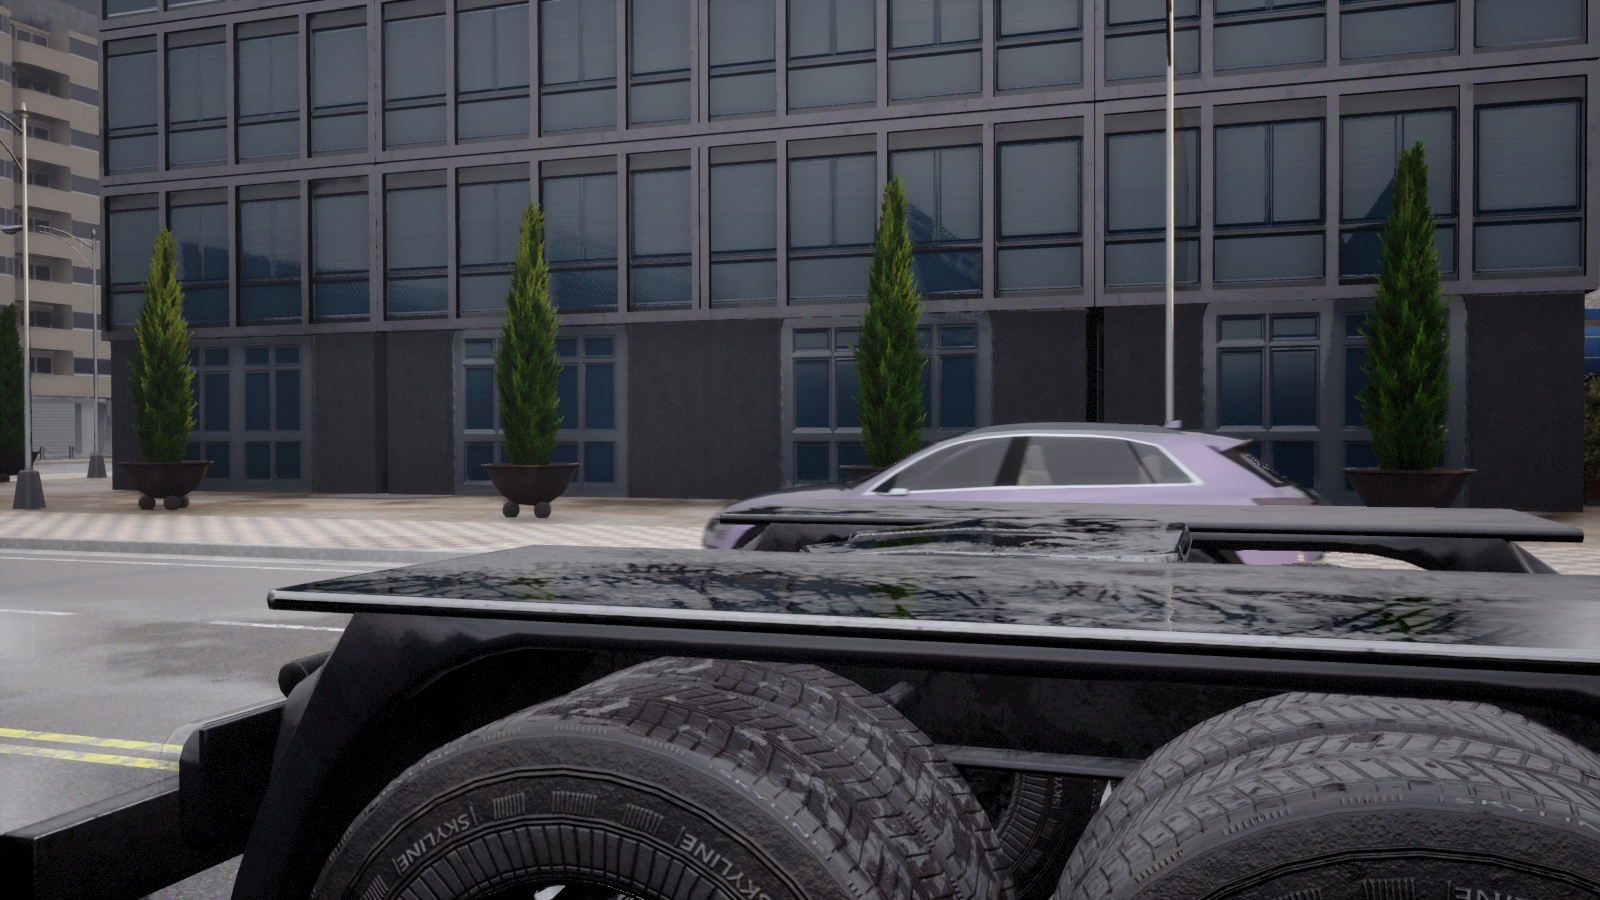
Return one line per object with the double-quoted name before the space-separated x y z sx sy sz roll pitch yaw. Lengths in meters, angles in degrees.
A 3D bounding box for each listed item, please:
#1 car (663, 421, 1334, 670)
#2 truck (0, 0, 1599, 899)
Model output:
"car" 1.551 0.601 10.056 4.856 1.649 2.033 1 1 19
"truck" 2.642 -0.182 2.289 7.936 3.462 2.891 1 1 19
